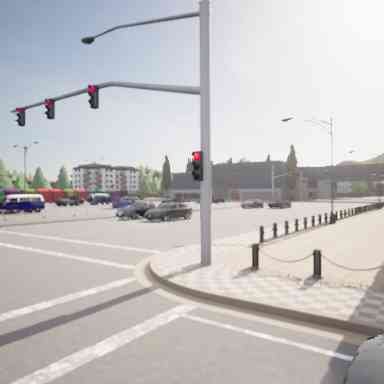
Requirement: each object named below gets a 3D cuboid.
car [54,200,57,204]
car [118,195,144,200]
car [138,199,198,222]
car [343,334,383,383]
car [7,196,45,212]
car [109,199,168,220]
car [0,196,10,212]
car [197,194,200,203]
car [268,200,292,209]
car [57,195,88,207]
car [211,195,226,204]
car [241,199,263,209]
[{"bbox_3d":[-25.933,1.762,67.835,1.784,1.438,3.905,0,0,36],"label":"car"},{"bbox_3d":[-9.955,1.681,56.152,1.970,1.475,3.806,0,0,36],"label":"car"},{"bbox_3d":[-1.904,1.660,27.940,1.837,1.490,4.892,0,0,36],"label":"car"},{"bbox_3d":[3.514,1.535,1.458,5.357,1.411,2.033,0,0,36],"label":"car"},{"bbox_3d":[-23.537,1.715,47.384,1.970,1.475,3.806,0,0,36],"label":"car"},{"bbox_3d":[-4.680,1.667,30.076,2.128,1.511,4.902,0,0,36],"label":"car"},{"bbox_3d":[-25.871,1.700,49.096,1.784,1.438,3.905,0,0,36],"label":"car"},{"bbox_3d":[2.554,1.425,68.639,1.905,1.878,3.866,0,0,36],"label":"car"},{"bbox_3d":[12.603,1.754,47.778,1.895,1.301,4.718,0,0,37],"label":"car"},{"bbox_3d":[-23.636,1.535,66.071,1.932,1.855,4.605,0,0,36],"label":"car"},{"bbox_3d":[4.856,1.406,66.884,1.932,1.855,4.605,0,0,36],"label":"car"},{"bbox_3d":[8.863,1.699,48.606,1.812,1.442,4.674,0,0,37],"label":"car"}]
